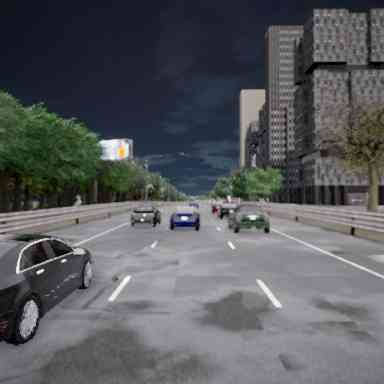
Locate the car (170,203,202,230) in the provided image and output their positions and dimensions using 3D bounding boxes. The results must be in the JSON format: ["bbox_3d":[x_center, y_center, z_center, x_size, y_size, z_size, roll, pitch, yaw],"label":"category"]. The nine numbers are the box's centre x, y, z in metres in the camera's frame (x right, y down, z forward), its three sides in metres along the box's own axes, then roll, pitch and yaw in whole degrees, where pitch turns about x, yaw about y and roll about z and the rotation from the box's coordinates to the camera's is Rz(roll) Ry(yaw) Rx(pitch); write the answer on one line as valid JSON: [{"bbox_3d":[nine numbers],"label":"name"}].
[{"bbox_3d":[-0.368,1.732,23.269,2.163,1.488,4.792,0,-1,3],"label":"car"}]

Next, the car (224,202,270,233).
[{"bbox_3d":[3.524,1.561,21.336,2.097,1.767,4.553,0,-1,0],"label":"car"}]

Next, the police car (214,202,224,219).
[{"bbox_3d":[3.537,1.747,32.472,1.930,1.638,5.238,0,-1,0],"label":"police car"}]

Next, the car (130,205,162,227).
[{"bbox_3d":[-3.373,1.736,25.011,2.128,1.511,4.902,0,-1,0],"label":"car"}]

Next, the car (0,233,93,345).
[{"bbox_3d":[-3.393,1.569,6.478,1.837,1.490,4.892,0,-1,0],"label":"car"}]

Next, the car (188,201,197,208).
[{"bbox_3d":[0.133,2.845,76.511,2.128,1.511,4.902,0,-2,0],"label":"car"}]

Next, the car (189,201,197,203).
[{"bbox_3d":[0.178,2.477,64.052,1.812,1.442,4.674,0,-2,-3],"label":"car"}]

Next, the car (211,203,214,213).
[{"bbox_3d":[3.561,1.980,43.390,2.163,1.488,4.792,0,-1,0],"label":"car"}]
